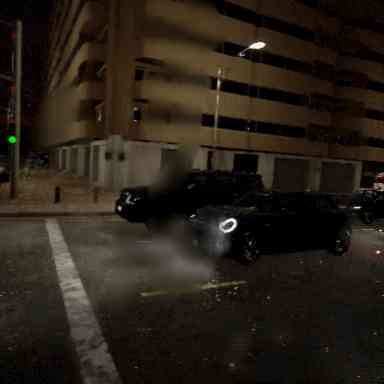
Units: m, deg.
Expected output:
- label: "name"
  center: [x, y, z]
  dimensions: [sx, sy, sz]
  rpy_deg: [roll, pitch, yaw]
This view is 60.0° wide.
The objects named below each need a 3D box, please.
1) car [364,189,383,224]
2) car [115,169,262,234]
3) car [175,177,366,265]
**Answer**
- label: "car"
  center: [8.914, 0.642, 16.429]
  dimensions: [4.902, 1.511, 2.128]
  rpy_deg: [1, 5, -27]
- label: "car"
  center: [0.171, 0.213, 11.893]
  dimensions: [5.566, 2.045, 2.150]
  rpy_deg: [1, 5, -27]
- label: "car"
  center: [2.119, 0.700, 8.994]
  dimensions: [4.553, 1.767, 2.097]
  rpy_deg: [1, 5, -27]
